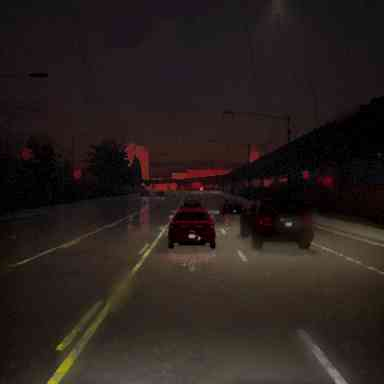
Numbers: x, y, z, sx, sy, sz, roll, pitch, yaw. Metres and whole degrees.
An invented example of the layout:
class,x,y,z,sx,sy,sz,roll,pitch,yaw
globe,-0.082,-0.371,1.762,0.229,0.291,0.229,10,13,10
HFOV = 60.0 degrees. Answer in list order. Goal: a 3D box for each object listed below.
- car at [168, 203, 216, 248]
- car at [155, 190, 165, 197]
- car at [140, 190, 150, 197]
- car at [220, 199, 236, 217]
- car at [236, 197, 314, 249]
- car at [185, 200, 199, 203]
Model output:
class,x,y,z,sx,sy,sz,roll,pitch,yaw
car,0.000,1.471,14.647,1.882,1.535,5.008,0,0,0
car,-7.000,0.399,74.088,2.128,1.511,4.902,0,1,0
car,-10.500,0.400,74.455,2.128,1.511,4.902,0,1,0
car,3.500,1.373,29.640,1.812,1.442,4.674,0,1,0
car,3.500,1.244,14.676,2.150,2.045,5.566,0,0,0
car,0.000,1.413,29.640,1.994,1.385,4.181,0,1,0
